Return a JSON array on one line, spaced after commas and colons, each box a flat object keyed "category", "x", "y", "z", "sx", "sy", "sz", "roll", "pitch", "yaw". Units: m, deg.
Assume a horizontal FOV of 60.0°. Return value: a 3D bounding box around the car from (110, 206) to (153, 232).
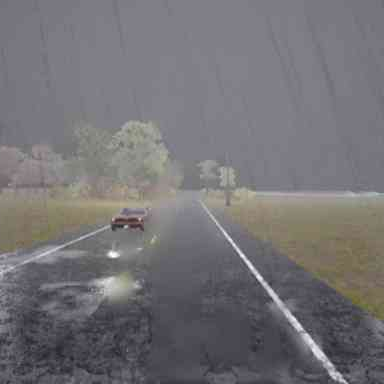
[{"category": "car", "x": -3.497, "y": 1.536, "z": 19.913, "sx": 1.895, "sy": 1.301, "sz": 4.718, "roll": 0, "pitch": 0, "yaw": 0}]
